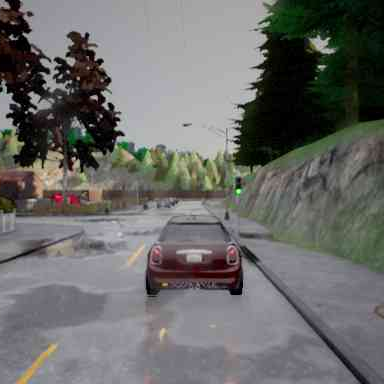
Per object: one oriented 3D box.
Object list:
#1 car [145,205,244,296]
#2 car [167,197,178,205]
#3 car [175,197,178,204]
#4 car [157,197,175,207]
[{"bbox_3d":[0.068,1.386,8.923,2.097,1.767,4.553,0,0,0],"label":"car"},{"bbox_3d":[-3.949,1.812,69.223,2.033,1.411,5.357,0,0,0],"label":"car"},{"bbox_3d":[-4.031,1.751,58.843,1.812,1.442,4.674,0,0,0],"label":"car"},{"bbox_3d":[-4.060,1.678,48.814,2.128,1.511,4.902,0,0,0],"label":"car"}]
